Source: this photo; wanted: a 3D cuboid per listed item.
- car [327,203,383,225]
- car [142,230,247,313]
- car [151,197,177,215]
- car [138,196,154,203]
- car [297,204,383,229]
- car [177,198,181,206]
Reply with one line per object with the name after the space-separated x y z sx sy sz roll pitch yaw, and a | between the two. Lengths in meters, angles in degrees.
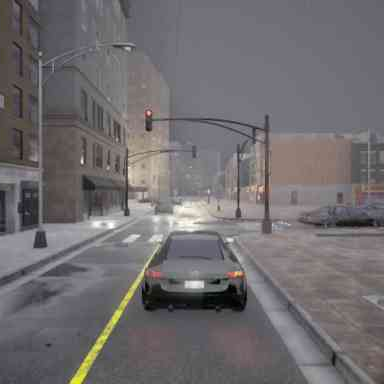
12.068 1.541 23.563 4.181 1.385 1.994 0 0 0 | car
0.056 1.573 7.760 1.994 1.385 4.181 0 0 0 | car
-2.825 1.549 34.470 1.837 1.490 4.892 0 0 0 | car
-8.937 1.671 69.940 4.674 1.442 1.812 0 0 9 | car
9.334 1.539 20.451 5.357 1.411 2.033 0 0 -3 | car
-2.762 1.646 54.785 1.994 1.385 4.181 0 0 1 | car
